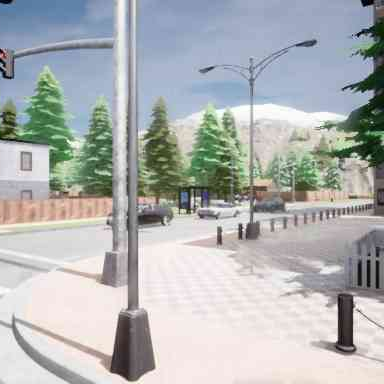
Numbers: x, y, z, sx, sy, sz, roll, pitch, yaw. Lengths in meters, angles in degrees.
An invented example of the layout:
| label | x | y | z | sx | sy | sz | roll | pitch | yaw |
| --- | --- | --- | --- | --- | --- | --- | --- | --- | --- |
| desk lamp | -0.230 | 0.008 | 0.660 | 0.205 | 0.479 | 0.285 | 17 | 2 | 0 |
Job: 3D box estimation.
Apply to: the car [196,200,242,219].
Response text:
| label | x | y | z | sx | sy | sz | roll | pitch | yaw |
| --- | --- | --- | --- | --- | --- | --- | --- | --- | --- |
| car | 2.412 | 1.585 | 28.616 | 1.895 | 1.301 | 4.718 | 0 | 0 | 37 |

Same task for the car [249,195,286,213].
| label | x | y | z | sx | sy | sz | roll | pitch | yaw |
| --- | --- | --- | --- | --- | --- | --- | --- | --- | --- |
| car | 8.606 | 1.337 | 36.723 | 2.097 | 1.767 | 4.553 | 0 | 0 | 38 |

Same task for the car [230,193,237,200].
| label | x | y | z | sx | sy | sz | roll | pitch | yaw |
| --- | --- | --- | --- | --- | --- | --- | --- | --- | --- |
| car | 10.741 | 1.146 | 79.113 | 1.905 | 1.878 | 3.866 | 0 | 0 | 36 |

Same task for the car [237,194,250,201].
| label | x | y | z | sx | sy | sz | roll | pitch | yaw |
| --- | --- | --- | --- | --- | --- | --- | --- | --- | --- |
| car | 13.005 | 1.144 | 77.953 | 1.932 | 1.855 | 4.605 | 0 | 0 | 36 |

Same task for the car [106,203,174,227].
| label | x | y | z | sx | sy | sz | roll | pitch | yaw |
| --- | --- | --- | --- | --- | --- | --- | --- | --- | --- |
| car | -3.209 | 1.476 | 21.227 | 2.128 | 1.511 | 4.902 | 0 | 0 | 37 |
